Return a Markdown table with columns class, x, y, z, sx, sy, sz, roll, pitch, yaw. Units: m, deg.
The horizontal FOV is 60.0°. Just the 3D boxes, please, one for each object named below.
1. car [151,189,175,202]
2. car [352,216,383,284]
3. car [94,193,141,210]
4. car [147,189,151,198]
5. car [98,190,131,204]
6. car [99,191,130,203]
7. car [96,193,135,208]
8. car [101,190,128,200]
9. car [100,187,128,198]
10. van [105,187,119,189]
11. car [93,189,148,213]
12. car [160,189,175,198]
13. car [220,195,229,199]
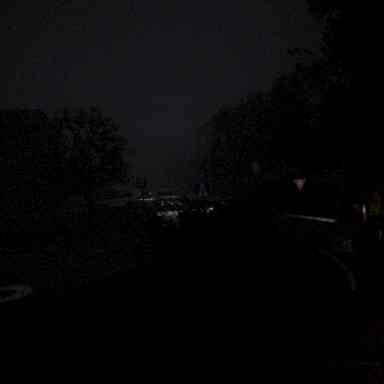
| class | x | y | z | sx | sy | sz | roll | pitch | yaw |
| --- | --- | --- | --- | --- | --- | --- | --- | --- | --- |
| car | -2.681 | 0.718 | 35.979 | 2.150 | 2.045 | 5.566 | -4 | 2 | -14 |
| car | 5.645 | 1.384 | 9.069 | 2.128 | 1.511 | 4.902 | -3 | 0 | 18 |
| car | -9.488 | 1.128 | 42.397 | 5.366 | 1.575 | 1.946 | -6 | 3 | -34 |
| car | -8.663 | 0.222 | 60.765 | 2.097 | 1.767 | 4.553 | -4 | 2 | -13 |
| car | -12.520 | 0.730 | 53.949 | 4.553 | 1.767 | 2.185 | -6 | 3 | -34 |
| car | -13.185 | 0.819 | 56.886 | 4.674 | 1.452 | 2.002 | -6 | 3 | -33 |
| car | -10.357 | 1.114 | 45.213 | 4.674 | 1.452 | 2.002 | -6 | 3 | -34 |
| car | -15.273 | 0.590 | 65.662 | 4.792 | 1.488 | 2.163 | -6 | 3 | -33 |
| car | -18.112 | 0.033 | 77.329 | 5.566 | 2.045 | 2.435 | -6 | 3 | -34 |
| van | -11.176 | 0.785 | 48.051 | 4.442 | 1.987 | 1.878 | -6 | 3 | -34 |
| car | -8.244 | 1.045 | 36.425 | 5.566 | 2.045 | 2.435 | -6 | 3 | -34 |
| car | -4.565 | 0.170 | 61.310 | 1.994 | 1.385 | 4.181 | -4 | 2 | -13 |
| car | 3.228 | 0.949 | 28.998 | 1.812 | 1.442 | 4.674 | -4 | 2 | -12 |
